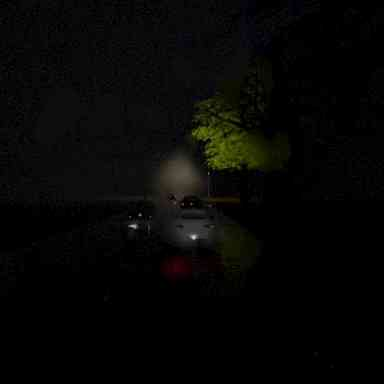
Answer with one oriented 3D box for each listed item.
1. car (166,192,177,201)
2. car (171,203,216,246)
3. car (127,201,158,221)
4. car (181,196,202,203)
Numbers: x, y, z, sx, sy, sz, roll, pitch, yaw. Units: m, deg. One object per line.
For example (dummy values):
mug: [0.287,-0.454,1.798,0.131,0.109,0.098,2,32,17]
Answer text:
car: [-4.146,0.890,66.610,2.097,1.767,4.553,0,1,-1]
car: [0.054,1.458,14.878,1.812,1.442,4.674,0,0,0]
car: [-3.706,1.431,25.668,1.994,1.385,4.181,0,0,0]
car: [-0.077,1.159,33.741,2.097,1.767,4.553,0,0,-1]
